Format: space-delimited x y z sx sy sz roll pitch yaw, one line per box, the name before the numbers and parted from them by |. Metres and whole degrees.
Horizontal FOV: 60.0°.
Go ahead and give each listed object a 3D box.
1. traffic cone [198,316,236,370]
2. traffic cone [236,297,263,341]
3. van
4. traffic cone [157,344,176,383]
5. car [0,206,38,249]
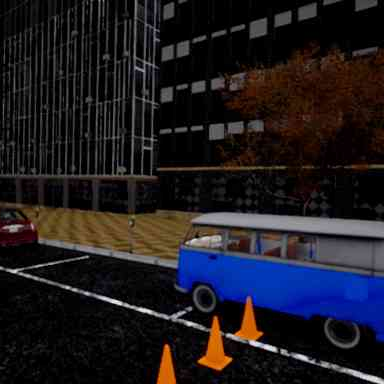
traffic cone | 0.306 1.930 4.365 0.340 0.580 0.340 1 0 35
traffic cone | 0.886 1.930 5.180 0.340 0.580 0.340 1 0 35
van | 1.545 1.318 5.876 3.998 1.788 1.690 1 2 35
traffic cone | -0.275 1.930 3.551 0.340 0.580 0.340 1 0 35
car | -7.616 1.286 12.405 4.097 1.590 1.967 1 2 35
